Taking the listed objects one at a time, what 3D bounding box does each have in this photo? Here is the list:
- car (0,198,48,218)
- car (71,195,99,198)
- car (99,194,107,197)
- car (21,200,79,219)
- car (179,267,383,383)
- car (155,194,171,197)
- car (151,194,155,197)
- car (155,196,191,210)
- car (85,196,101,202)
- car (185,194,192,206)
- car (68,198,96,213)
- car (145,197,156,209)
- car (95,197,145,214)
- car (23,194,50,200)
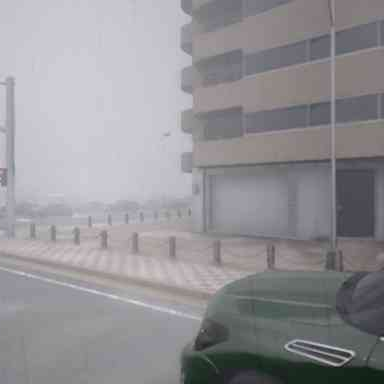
[{"bbox_3d":[-17.078,1.674,32.127,2.128,1.511,4.902,0,0,35],"label":"car"},{"bbox_3d":[-19.972,1.655,62.209,1.970,1.475,3.806,0,0,35],"label":"car"},{"bbox_3d":[-23.764,1.482,86.202,1.905,1.878,3.866,0,0,35],"label":"car"},{"bbox_3d":[-13.340,1.733,31.365,1.994,1.385,4.181,0,0,35],"label":"car"},{"bbox_3d":[2.542,1.218,2.187,5.566,2.045,2.150,0,0,35],"label":"car"},{"bbox_3d":[-5.366,1.391,73.219,1.932,1.855,4.605,0,0,35],"label":"car"},{"bbox_3d":[-7.701,1.405,74.931,1.905,1.878,3.866,0,0,35],"label":"car"},{"bbox_3d":[-2.584,1.695,46.717,1.812,1.442,4.674,0,0,35],"label":"car"},{"bbox_3d":[-26.124,1.733,87.878,1.970,1.475,3.806,0,0,35],"label":"car"},{"bbox_3d":[-0.124,1.404,56.286,2.150,2.045,5.566,0,0,33],"label":"car"},{"bbox_3d":[-11.996,1.747,39.391,1.994,1.385,4.181,0,0,35],"label":"car"},{"bbox_3d":[-6.264,1.784,47.576,1.895,1.301,4.718,0,0,35],"label":"car"},{"bbox_3d":[-8.256,1.660,38.633,2.128,1.511,4.902,0,0,35],"label":"car"},{"bbox_3d":[-33.838,1.480,71.867,1.932,1.855,4.605,0,0,35],"label":"car"}]
